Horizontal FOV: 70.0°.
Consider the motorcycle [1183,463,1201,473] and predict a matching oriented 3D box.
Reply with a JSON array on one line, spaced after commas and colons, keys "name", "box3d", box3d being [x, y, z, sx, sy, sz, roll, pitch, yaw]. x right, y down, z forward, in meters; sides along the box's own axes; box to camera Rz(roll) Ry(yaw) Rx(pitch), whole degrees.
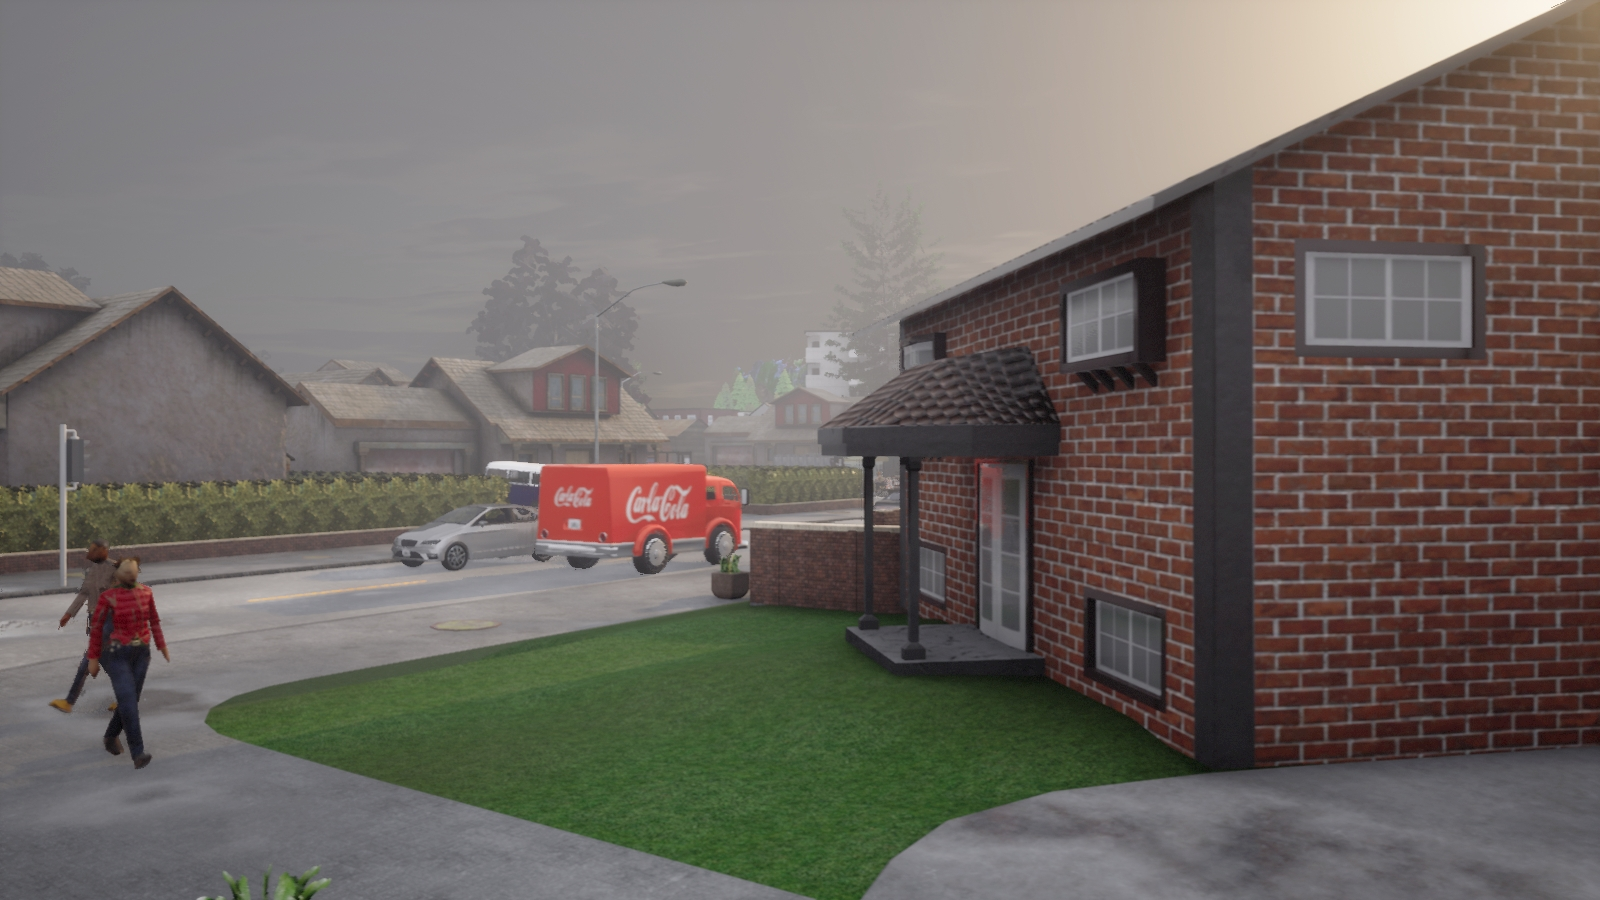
[{"name": "motorcycle", "box3d": [47.657, 2.206, 138.901, 2.033, 1.199, 0.803, 0, 0, 35]}]

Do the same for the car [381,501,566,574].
[{"name": "car", "box3d": [-7.924, 2.077, 28.086, 1.816, 1.474, 4.193, 0, 0, 34]}]

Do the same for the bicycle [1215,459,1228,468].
[{"name": "bicycle", "box3d": [65.609, 2.083, 177.801, 1.835, 1.471, 0.329, 0, 0, 35]}]

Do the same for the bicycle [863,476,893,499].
[{"name": "bicycle", "box3d": [4.518, 2.175, 66.422, 1.487, 1.276, 0.859, 0, 0, 37]}]

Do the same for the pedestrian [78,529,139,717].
[{"name": "pedestrian", "box3d": [-7.087, 1.752, 11.716, 0.375, 1.860, 0.375, 0, 0, 19]}]

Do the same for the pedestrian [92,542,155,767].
[{"name": "pedestrian", "box3d": [-5.871, 1.751, 9.921, 0.375, 1.860, 0.375, 0, 0, 42]}]

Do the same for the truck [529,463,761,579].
[{"name": "truck", "box3d": [-3.558, 1.566, 27.296, 2.627, 2.467, 5.204, 0, -1, 35]}]
